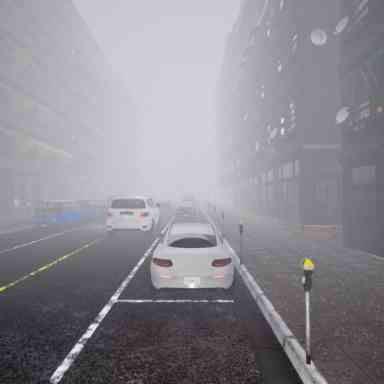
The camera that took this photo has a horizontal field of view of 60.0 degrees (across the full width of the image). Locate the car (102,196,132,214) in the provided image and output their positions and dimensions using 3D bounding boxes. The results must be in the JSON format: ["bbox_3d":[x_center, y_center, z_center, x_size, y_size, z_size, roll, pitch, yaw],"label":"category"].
[{"bbox_3d":[-8.312,1.366,37.346,2.192,1.841,5.009,1,0,0],"label":"car"}]

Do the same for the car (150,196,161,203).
[{"bbox_3d":[-8.320,1.725,76.059,1.887,1.381,4.507,1,0,0],"label":"car"}]

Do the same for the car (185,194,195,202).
[{"bbox_3d":[-0.469,1.521,81.536,2.192,1.841,5.009,1,0,0],"label":"car"}]

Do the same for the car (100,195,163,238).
[{"bbox_3d":[-3.021,1.235,18.069,2.150,2.045,5.566,0,0,0],"label":"car"}]

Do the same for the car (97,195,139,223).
[{"bbox_3d":[-5.870,1.249,27.122,2.150,2.045,5.566,0,0,0],"label":"car"}]

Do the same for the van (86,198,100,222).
[{"bbox_3d":[-8.313,1.368,26.285,1.690,1.788,3.998,1,0,0],"label":"van"}]

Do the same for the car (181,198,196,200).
[{"bbox_3d":[-0.437,1.583,31.754,1.887,1.381,4.507,1,0,0],"label":"car"}]

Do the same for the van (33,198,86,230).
[{"bbox_3d":[-8.311,1.359,20.753,1.690,1.788,3.998,2,0,0],"label":"van"}]

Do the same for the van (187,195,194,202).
[{"bbox_3d":[-0.470,1.576,87.068,1.690,1.788,3.998,1,0,0],"label":"van"}]

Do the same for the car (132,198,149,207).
[{"bbox_3d":[-8.319,1.660,53.938,1.947,1.339,4.313,1,0,0],"label":"car"}]

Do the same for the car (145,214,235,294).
[{"bbox_3d":[0.003,1.531,8.653,1.812,1.442,4.674,0,0,0],"label":"car"}]

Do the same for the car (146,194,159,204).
[{"bbox_3d":[-8.314,1.471,70.528,2.192,1.841,5.009,1,0,0],"label":"car"}]

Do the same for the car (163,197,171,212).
[{"bbox_3d":[-2.924,1.571,35.280,1.812,1.442,4.674,0,0,0],"label":"car"}]

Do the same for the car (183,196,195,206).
[{"bbox_3d":[-0.471,1.553,59.411,1.967,1.590,4.097,1,0,0],"label":"car"}]

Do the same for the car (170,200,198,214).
[{"bbox_3d":[-0.437,1.572,26.224,1.887,1.381,4.507,1,0,0],"label":"car"}]

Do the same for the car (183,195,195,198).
[{"bbox_3d":[-0.427,1.490,37.286,1.967,1.590,4.097,1,0,0],"label":"car"}]

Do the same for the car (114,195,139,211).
[{"bbox_3d":[-8.312,1.379,42.876,2.192,1.841,5.009,1,0,0],"label":"car"}]
